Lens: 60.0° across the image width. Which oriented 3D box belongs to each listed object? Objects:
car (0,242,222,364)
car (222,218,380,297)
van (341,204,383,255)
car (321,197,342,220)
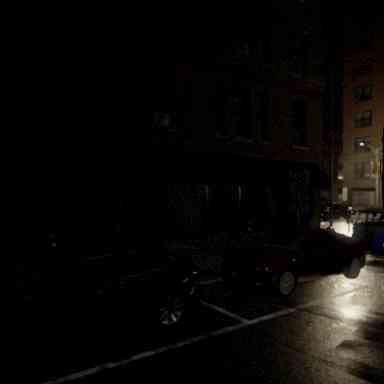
[{"bbox_3d":[-1.847,1.578,5.442,4.313,1.339,1.947,1,0,-35],"label":"car"},{"bbox_3d":[2.769,1.603,8.717,4.507,1.381,1.887,1,0,-35],"label":"car"},{"bbox_3d":[7.387,1.445,11.993,3.998,1.788,1.690,1,0,-35],"label":"van"},{"bbox_3d":[9.717,1.412,29.263,2.150,2.045,5.566,1,-1,-36],"label":"car"}]
